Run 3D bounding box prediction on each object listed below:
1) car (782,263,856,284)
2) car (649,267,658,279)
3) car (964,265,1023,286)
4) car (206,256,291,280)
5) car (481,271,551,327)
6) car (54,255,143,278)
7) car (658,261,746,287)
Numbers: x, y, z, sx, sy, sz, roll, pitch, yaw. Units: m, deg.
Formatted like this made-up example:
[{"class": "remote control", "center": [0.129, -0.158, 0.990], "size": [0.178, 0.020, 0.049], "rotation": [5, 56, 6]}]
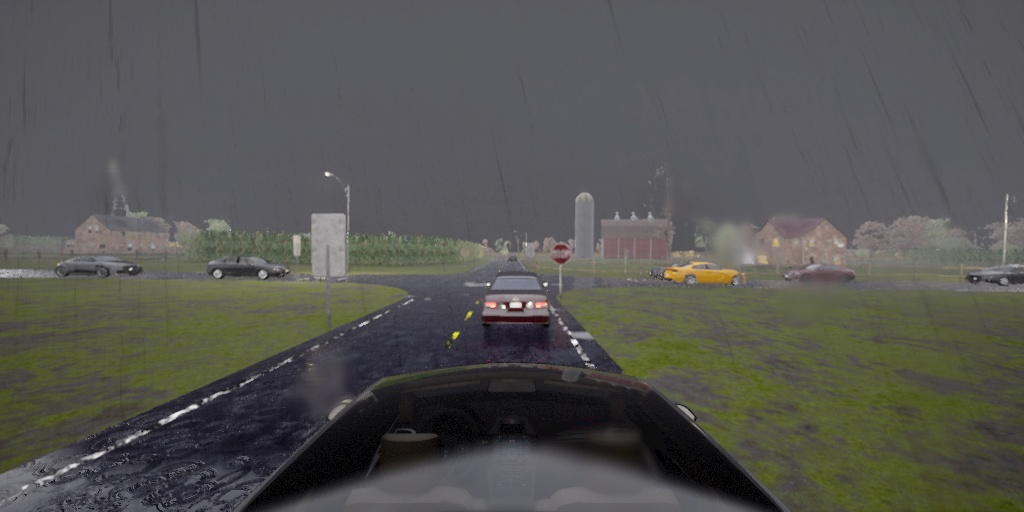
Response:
[{"class": "car", "center": [22.788, 1.260, 26.675], "size": [4.674, 1.442, 1.812], "rotation": [1, 1, 0]}, {"class": "car", "center": [12.786, 1.099, 26.704], "size": [4.892, 1.490, 1.837], "rotation": [1, 1, 2]}, {"class": "car", "center": [36.863, 1.425, 26.684], "size": [4.892, 1.490, 1.837], "rotation": [0, 1, 0]}, {"class": "car", "center": [-17.293, 0.738, 23.659], "size": [4.892, 1.490, 1.837], "rotation": [1, 1, 0]}, {"class": "car", "center": [0.150, 1.169, 10.936], "size": [2.033, 1.411, 5.357], "rotation": [0, 1, 1]}, {"class": "car", "center": [-27.133, 0.651, 23.643], "size": [4.181, 1.385, 1.994], "rotation": [1, 1, 0]}, {"class": "car", "center": [12.773, 1.144, 23.759], "size": [5.008, 1.535, 1.882], "rotation": [1, 1, -1]}]
